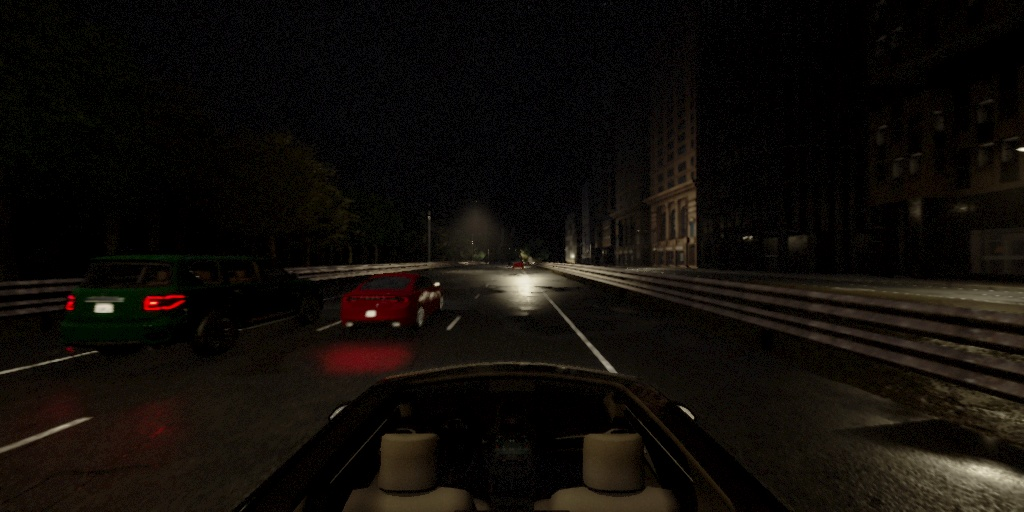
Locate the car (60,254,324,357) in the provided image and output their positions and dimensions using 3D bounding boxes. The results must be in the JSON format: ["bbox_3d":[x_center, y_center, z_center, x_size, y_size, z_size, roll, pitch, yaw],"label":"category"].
[{"bbox_3d":[-6.900,0.986,8.748,2.150,2.045,5.566,0,0,0],"label":"car"}]

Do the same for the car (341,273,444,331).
[{"bbox_3d":[-3.400,1.248,11.130,1.882,1.535,5.008,0,0,0],"label":"car"}]
